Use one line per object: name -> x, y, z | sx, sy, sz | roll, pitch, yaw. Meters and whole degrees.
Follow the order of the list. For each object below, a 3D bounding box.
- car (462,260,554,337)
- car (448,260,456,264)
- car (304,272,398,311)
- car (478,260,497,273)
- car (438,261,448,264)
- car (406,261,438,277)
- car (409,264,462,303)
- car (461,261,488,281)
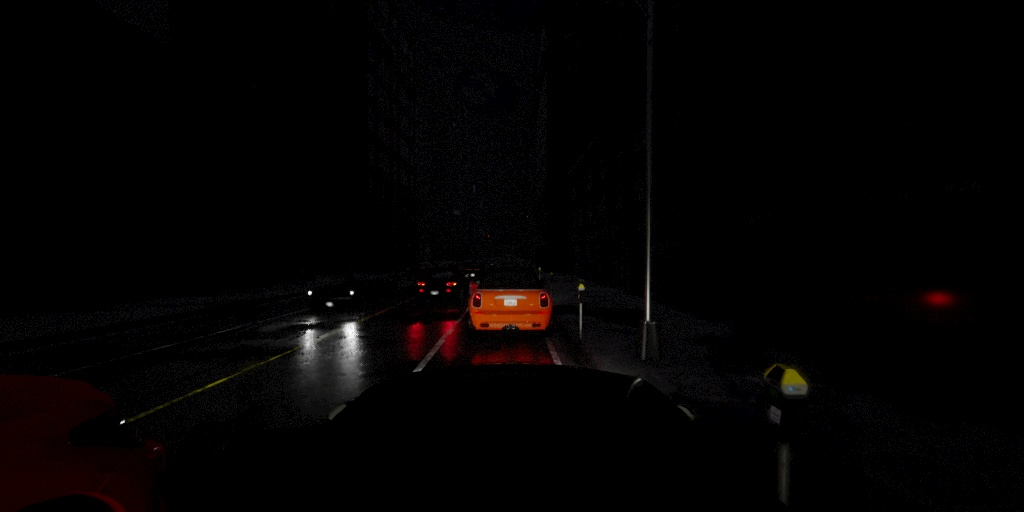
car -> -0.032, 1.101, 10.472 | 2.097, 1.767, 4.553 | 0, 0, 0
car -> -8.909, 1.304, 45.944 | 2.007, 1.370, 4.403 | 0, 0, 0
car -> -6.245, 1.348, 14.495 | 1.895, 1.301, 4.718 | 0, 0, 0
car -> -3.045, 1.245, 45.609 | 2.128, 1.511, 4.902 | 0, 0, 0
car -> -8.909, 1.317, 40.439 | 1.948, 1.339, 4.313 | 0, 0, 0
car -> -8.909, 1.189, 34.934 | 1.967, 1.591, 4.097 | 0, 0, 0
car -> -3.045, 1.273, 16.431 | 1.812, 1.442, 4.674 | 0, 0, 0
car -> -3.145, 1.255, 31.140 | 1.837, 1.490, 4.892 | 0, 0, 0
